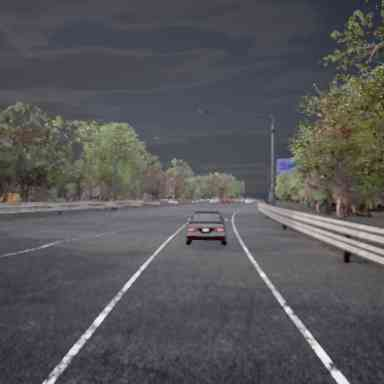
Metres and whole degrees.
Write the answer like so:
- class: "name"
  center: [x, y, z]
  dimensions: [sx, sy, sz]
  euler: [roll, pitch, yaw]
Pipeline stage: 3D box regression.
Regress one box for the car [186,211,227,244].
- class: "car"
  center: [0.743, 1.657, 16.331]
  dimensions: [2.033, 1.411, 5.357]
  euler: [0, -1, 4]
